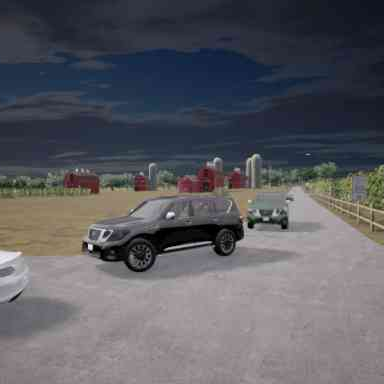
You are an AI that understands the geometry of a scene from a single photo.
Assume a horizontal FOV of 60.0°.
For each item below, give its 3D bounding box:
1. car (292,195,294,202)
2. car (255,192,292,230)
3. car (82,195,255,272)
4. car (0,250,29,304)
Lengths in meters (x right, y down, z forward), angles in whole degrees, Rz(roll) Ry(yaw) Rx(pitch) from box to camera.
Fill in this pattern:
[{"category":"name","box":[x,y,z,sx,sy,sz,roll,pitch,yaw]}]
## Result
[{"category":"car","box":[16.587,0.981,57.751,1.994,1.385,4.181,0,1,17]},{"category":"car","box":[4.670,1.036,19.971,2.150,2.045,5.566,0,1,17]},{"category":"car","box":[-0.676,1.143,10.947,5.566,2.045,2.150,-1,1,-39]},{"category":"car","box":[-5.518,1.618,5.952,4.674,1.442,1.812,-2,1,-15]}]
